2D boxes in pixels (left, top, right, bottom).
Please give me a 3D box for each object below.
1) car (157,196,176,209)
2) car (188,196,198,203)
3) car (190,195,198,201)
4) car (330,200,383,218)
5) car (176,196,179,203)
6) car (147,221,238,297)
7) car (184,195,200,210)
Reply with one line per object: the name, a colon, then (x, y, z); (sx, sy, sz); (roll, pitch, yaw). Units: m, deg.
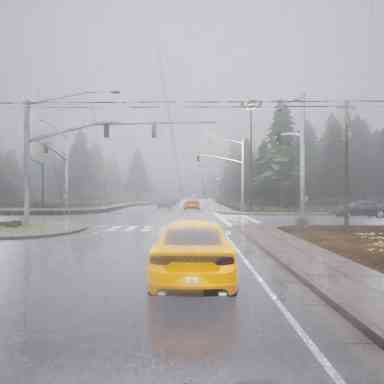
car: (-3.612, 1.547, 45.064); (2.033, 1.411, 5.357); (0, 0, 0)
car: (0.246, 1.537, 72.865); (2.033, 1.411, 5.357); (0, 0, 2)
car: (0.637, 1.442, 83.258); (1.837, 1.490, 4.892); (0, 0, 2)
car: (14.889, 1.531, 29.630); (4.892, 1.490, 1.837); (0, 0, 1)
car: (-3.589, 1.601, 55.242); (1.895, 1.301, 4.718); (0, 0, 1)
car: (0.043, 1.474, 8.642); (1.882, 1.535, 5.008); (0, 0, 1)
car: (-0.012, 1.478, 42.304); (1.882, 1.535, 5.008); (0, 0, 0)
